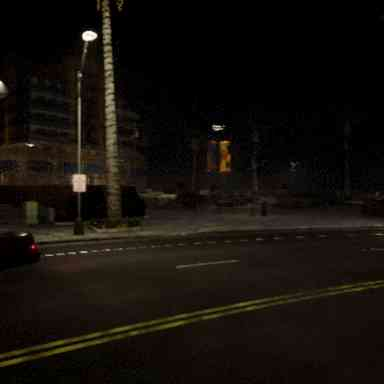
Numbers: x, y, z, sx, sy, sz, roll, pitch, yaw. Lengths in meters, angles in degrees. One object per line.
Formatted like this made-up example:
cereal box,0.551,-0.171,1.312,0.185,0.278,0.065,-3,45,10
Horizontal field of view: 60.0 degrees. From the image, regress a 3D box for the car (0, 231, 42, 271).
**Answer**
car,-6.517,1.441,7.823,5.357,1.411,2.033,0,1,-35
